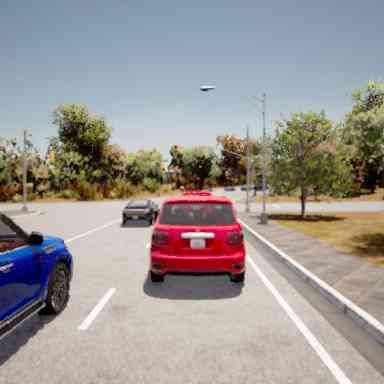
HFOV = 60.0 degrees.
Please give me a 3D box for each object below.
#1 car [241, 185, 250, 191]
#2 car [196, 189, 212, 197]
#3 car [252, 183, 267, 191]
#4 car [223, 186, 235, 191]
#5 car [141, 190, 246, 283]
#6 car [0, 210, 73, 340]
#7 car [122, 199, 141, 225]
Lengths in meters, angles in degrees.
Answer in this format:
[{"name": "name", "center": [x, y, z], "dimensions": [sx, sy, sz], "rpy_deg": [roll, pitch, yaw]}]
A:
[{"name": "car", "center": [14.323, -1.080, 86.436], "dimensions": [2.128, 1.511, 4.902], "rpy_deg": [0, 4, 33]}, {"name": "car", "center": [2.607, 0.193, 70.965], "dimensions": [1.812, 1.442, 4.674], "rpy_deg": [0, 3, 21]}, {"name": "car", "center": [17.638, -1.401, 85.144], "dimensions": [2.150, 2.045, 5.566], "rpy_deg": [0, 4, 33]}, {"name": "car", "center": [9.411, -0.800, 84.984], "dimensions": [1.994, 1.385, 4.181], "rpy_deg": [0, 4, 28]}, {"name": "car", "center": [0.137, 1.083, 9.343], "dimensions": [2.150, 2.045, 5.566], "rpy_deg": [0, 1, 0]}, {"name": "car", "center": [-3.391, 1.156, 4.115], "dimensions": [2.150, 2.045, 5.566], "rpy_deg": [0, 1, 0]}, {"name": "car", "center": [-3.155, 1.201, 21.316], "dimensions": [2.128, 1.511, 4.902], "rpy_deg": [0, 1, 2]}]
